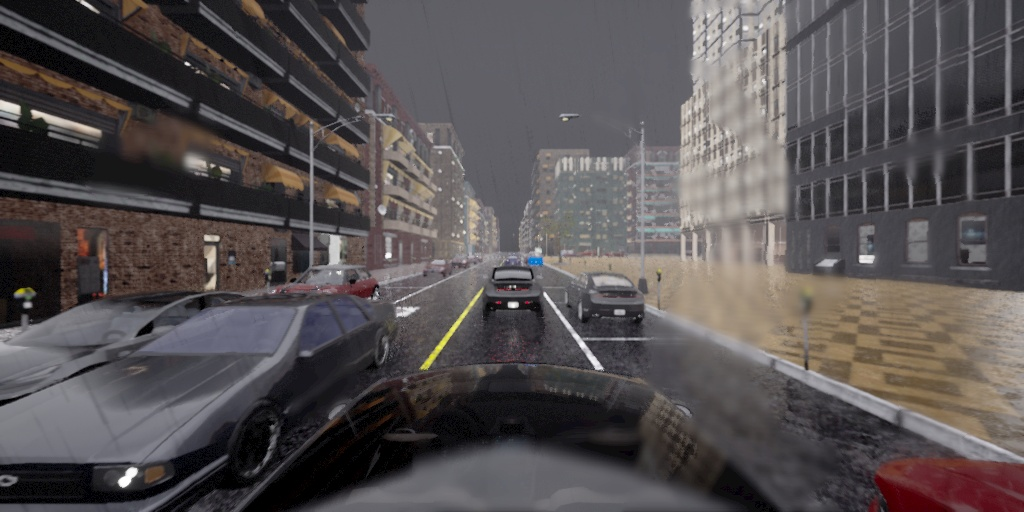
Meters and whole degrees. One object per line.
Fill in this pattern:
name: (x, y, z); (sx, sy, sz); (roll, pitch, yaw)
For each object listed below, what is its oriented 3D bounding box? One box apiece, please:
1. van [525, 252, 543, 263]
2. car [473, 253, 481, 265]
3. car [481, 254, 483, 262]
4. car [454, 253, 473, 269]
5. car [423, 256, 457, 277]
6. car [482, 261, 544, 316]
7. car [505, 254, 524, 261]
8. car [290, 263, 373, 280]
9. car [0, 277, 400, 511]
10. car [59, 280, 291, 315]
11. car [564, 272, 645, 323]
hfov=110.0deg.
van: (2.718, 0.380, 42.392); (1.690, 1.789, 3.998); (0, 0, 0)
car: (-5.770, 0.486, 50.142); (1.802, 1.307, 4.207); (0, 0, 0)
car: (-5.821, 0.189, 59.045); (1.967, 1.591, 4.097); (0, 0, 0)
car: (-5.695, 0.538, 39.005); (1.967, 1.591, 4.097); (0, 0, 0)
car: (-5.690, 0.875, 27.867); (1.802, 1.307, 4.207); (0, 0, 0)
car: (0.021, 1.068, 12.315); (1.837, 1.490, 4.892); (0, 1, 0)
car: (0.099, 0.571, 42.037); (1.812, 1.442, 4.674); (0, 1, 0)
car: (-5.690, 1.024, 11.161); (1.967, 1.591, 4.097); (0, 0, 0)
car: (-3.099, 1.243, 4.778); (2.033, 1.411, 5.357); (0, 1, 0)
car: (-5.690, 1.248, 5.592); (1.948, 1.339, 4.313); (0, 0, 0)
car: (2.691, 1.134, 11.160); (2.007, 1.370, 4.403); (0, 0, 0)
